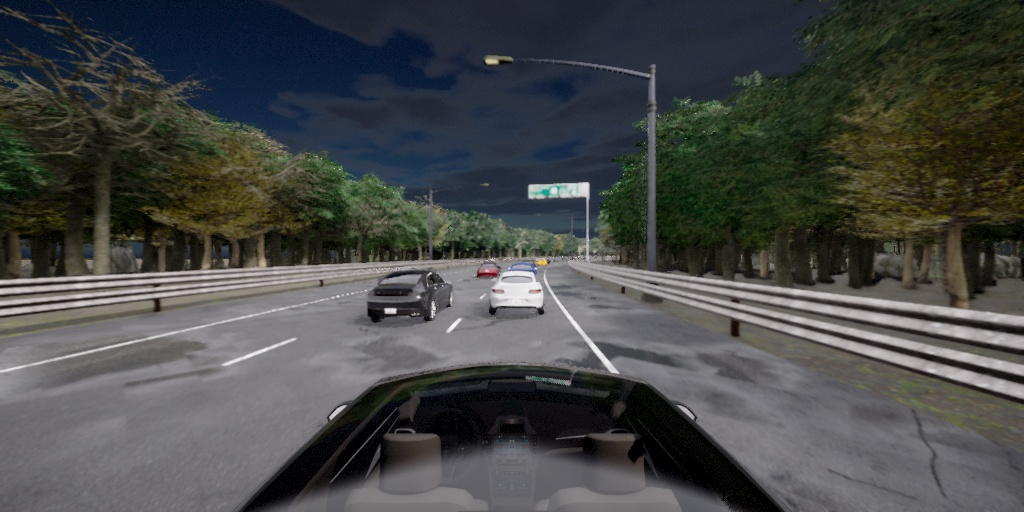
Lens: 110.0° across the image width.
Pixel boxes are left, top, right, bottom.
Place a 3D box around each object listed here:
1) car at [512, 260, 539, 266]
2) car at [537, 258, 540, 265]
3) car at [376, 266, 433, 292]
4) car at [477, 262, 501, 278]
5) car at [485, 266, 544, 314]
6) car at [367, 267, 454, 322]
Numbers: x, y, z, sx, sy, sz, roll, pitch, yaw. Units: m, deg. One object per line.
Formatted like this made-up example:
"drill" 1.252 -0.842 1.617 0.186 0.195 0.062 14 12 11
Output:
"car" 0.723 1.219 25.072 1.882 1.535 5.008 0 0 3
"car" 1.941 1.235 40.736 1.837 1.490 4.892 0 0 6
"car" -6.410 1.328 22.035 1.895 1.301 4.718 0 0 3
"car" -2.070 1.291 34.133 1.994 1.385 4.181 0 0 5
"car" 0.208 1.272 13.595 1.812 1.442 4.674 0 0 2
"car" -3.258 1.244 12.251 1.837 1.490 4.892 0 0 2
